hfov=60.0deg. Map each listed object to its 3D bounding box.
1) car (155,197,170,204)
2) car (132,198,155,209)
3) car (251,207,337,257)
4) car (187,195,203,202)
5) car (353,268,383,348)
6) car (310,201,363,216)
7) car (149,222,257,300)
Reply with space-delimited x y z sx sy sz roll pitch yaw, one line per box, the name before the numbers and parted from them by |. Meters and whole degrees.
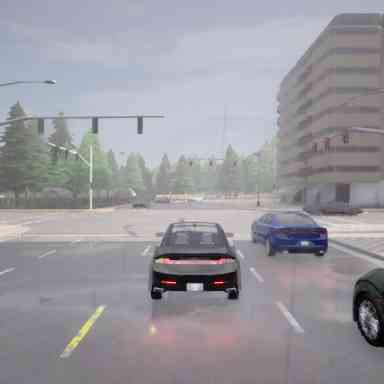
car | -5.528 1.564 61.746 1.994 1.385 4.181 0 0 14
car | -7.018 1.547 46.695 2.033 1.411 5.357 0 0 1
car | 3.588 1.478 13.034 1.882 1.535 5.008 0 0 0
car | 0.687 1.524 76.213 1.812 1.442 4.674 0 0 34
car | 3.600 1.352 3.447 2.097 1.767 4.553 0 0 0
car | 13.489 1.603 32.080 5.357 1.411 2.033 0 0 0
car | 0.068 1.491 8.389 2.128 1.511 4.902 0 0 0
